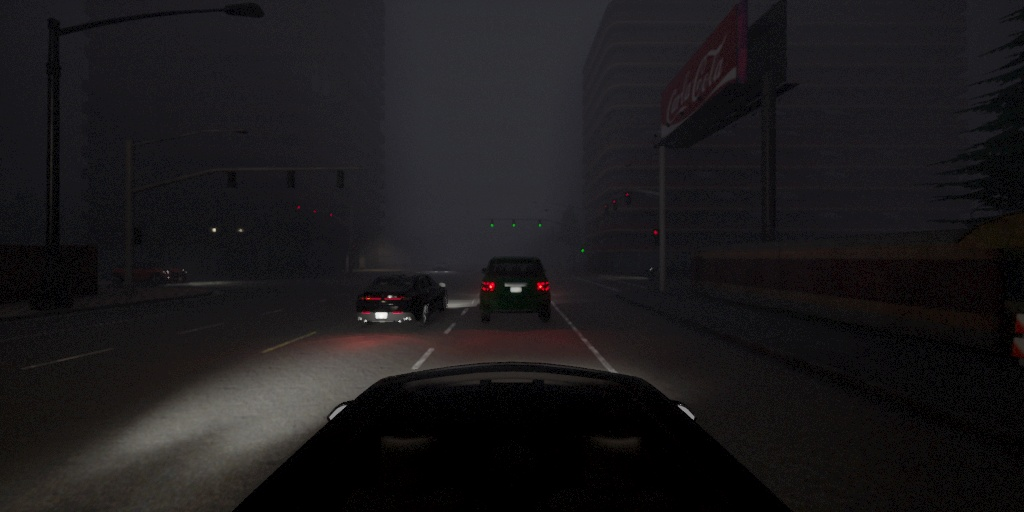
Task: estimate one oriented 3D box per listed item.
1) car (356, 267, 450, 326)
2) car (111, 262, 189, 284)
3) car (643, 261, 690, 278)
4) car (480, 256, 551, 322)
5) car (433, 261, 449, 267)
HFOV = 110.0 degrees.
[{"bbox_3d":[-3.417,1.305,11.839,1.837,1.490,4.892,0,0,0],"label":"car"},{"bbox_3d":[-28.057,1.229,27.900,4.553,1.767,2.097,0,0,0],"label":"car"},{"bbox_3d":[15.331,1.266,35.305,4.553,1.767,2.097,0,0,0],"label":"car"},{"bbox_3d":[0.086,1.028,12.749,2.150,2.045,5.566,0,0,0],"label":"car"},{"bbox_3d":[-10.469,1.526,53.444,1.812,1.442,4.674,0,0,0],"label":"car"}]
